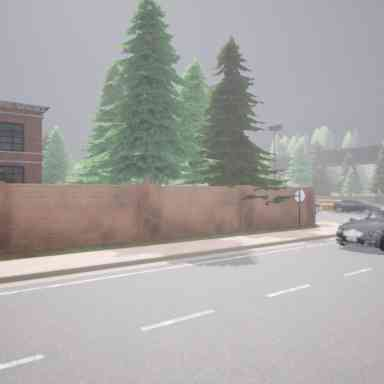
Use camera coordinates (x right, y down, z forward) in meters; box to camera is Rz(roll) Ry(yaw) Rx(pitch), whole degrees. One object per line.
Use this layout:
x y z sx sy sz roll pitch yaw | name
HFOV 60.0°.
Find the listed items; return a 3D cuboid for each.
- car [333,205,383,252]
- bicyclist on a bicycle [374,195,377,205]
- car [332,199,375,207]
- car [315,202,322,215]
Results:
7.972 1.491 13.843 4.902 1.511 2.128 0 0 -35 | car
30.122 1.300 54.233 1.656 1.620 0.582 0 0 -35 | bicyclist on a bicycle
17.114 1.505 34.529 1.837 1.490 4.892 0 0 -35 | car
9.892 1.218 32.630 2.150 2.045 5.566 0 0 -35 | car
